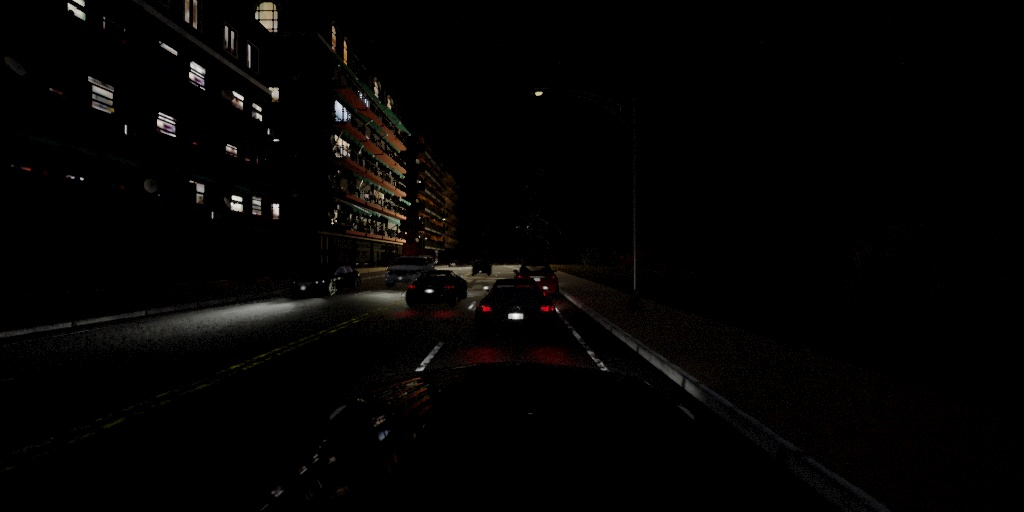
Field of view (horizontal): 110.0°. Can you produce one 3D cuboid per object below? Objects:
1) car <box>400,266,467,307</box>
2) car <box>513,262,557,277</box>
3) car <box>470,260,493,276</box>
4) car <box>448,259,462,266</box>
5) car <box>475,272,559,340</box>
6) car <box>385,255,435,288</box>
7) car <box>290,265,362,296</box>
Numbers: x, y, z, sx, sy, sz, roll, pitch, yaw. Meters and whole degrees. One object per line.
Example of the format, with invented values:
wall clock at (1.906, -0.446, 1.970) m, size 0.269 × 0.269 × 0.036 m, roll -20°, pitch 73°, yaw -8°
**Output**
car at (-3.140, 1.315, 15.624) m, size 1.994 × 1.385 × 4.181 m, roll 0°, pitch 0°, yaw 0°
car at (1.150, 1.103, 18.596) m, size 2.097 × 1.767 × 4.553 m, roll 0°, pitch 0°, yaw 0°
car at (-3.120, 1.258, 38.000) m, size 1.837 × 1.490 × 4.892 m, roll 0°, pitch 0°, yaw 0°
car at (-9.767, 1.275, 61.847) m, size 1.812 × 1.442 × 4.674 m, roll 0°, pitch 0°, yaw 0°
car at (0.101, 1.315, 10.017) m, size 1.994 × 1.385 × 4.181 m, roll 0°, pitch 0°, yaw 0°
car at (-6.583, 0.974, 23.880) m, size 2.150 × 2.045 × 5.566 m, roll 0°, pitch 0°, yaw 0°
car at (-9.837, 1.244, 19.343) m, size 2.128 × 1.511 × 4.902 m, roll 0°, pitch 0°, yaw 0°
